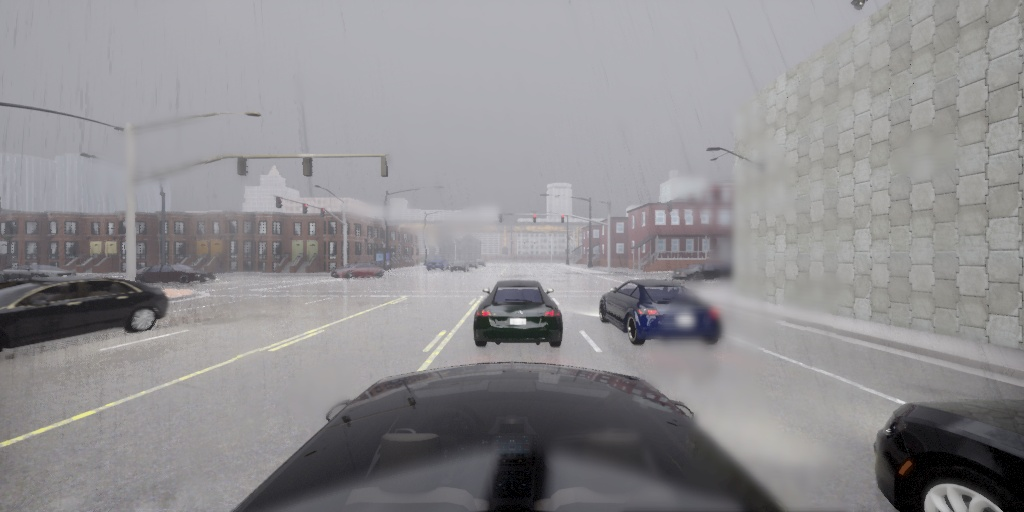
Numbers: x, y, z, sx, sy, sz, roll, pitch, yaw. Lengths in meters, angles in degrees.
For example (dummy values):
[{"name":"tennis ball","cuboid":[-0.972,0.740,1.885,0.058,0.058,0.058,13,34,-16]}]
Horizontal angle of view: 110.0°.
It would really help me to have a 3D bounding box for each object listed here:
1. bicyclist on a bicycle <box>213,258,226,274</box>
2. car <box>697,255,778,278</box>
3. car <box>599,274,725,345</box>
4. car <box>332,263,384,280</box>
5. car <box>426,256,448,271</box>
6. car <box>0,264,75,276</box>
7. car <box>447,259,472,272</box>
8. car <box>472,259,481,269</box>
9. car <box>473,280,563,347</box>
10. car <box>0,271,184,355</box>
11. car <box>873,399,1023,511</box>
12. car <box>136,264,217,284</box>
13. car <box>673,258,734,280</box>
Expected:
[{"name":"bicyclist on a bicycle","cuboid":[-30.407,1.053,37.326,0.582,1.620,1.656,0,0,0]},{"name":"car","cuboid":[18.521,0.855,29.628,5.357,1.411,2.033,-5,0,1]},{"name":"car","cuboid":[3.663,1.314,9.526,1.994,1.385,4.181,0,0,1]},{"name":"car","cuboid":[-13.446,1.314,31.437,1.994,1.385,4.181,1,0,43]},{"name":"car","cuboid":[-10.048,0.972,48.830,2.150,2.045,5.566,0,0,1]},{"name":"car","cuboid":[-34.866,1.314,26.379,4.181,1.385,1.994,0,0,1]},{"name":"car","cuboid":[-6.587,1.255,45.694,1.837,1.490,4.892,0,0,1]},{"name":"car","cuboid":[-6.453,1.313,56.471,1.994,1.385,4.181,0,0,1]},{"name":"car","cuboid":[0.160,1.314,9.365,1.994,1.385,4.181,0,0,1]},{"name":"car","cuboid":[-10.530,1.255,7.974,1.837,1.490,4.892,0,0,1]},{"name":"car","cuboid":[3.585,1.255,0.613,1.837,1.490,4.892,0,0,1]},{"name":"car","cuboid":[-24.901,1.297,26.294,5.357,1.411,2.033,0,0,0]},{"name":"car","cuboid":[14.484,1.131,25.934,5.357,1.411,2.033,-3,0,0]}]
